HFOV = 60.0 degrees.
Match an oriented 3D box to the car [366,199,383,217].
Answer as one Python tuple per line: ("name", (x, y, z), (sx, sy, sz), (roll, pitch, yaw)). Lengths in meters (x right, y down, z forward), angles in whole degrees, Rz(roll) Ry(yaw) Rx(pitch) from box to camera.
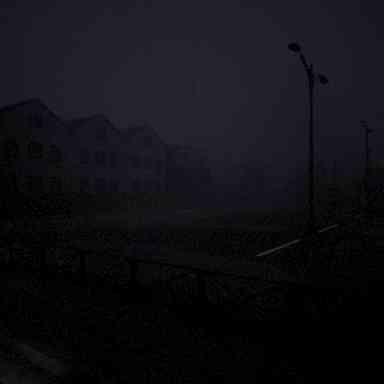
("car", (15.375, 1.298, 26.844), (2.007, 1.523, 4.514), (0, 0, 35))
